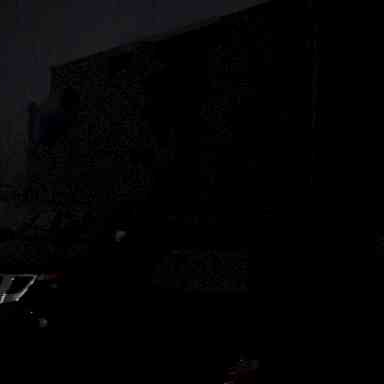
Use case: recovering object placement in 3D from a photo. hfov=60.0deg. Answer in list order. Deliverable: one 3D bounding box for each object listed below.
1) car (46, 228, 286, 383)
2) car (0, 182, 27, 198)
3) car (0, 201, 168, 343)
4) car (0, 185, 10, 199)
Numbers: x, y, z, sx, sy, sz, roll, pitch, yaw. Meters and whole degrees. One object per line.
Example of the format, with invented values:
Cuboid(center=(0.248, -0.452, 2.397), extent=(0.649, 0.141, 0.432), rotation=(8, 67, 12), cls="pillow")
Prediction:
Cuboid(center=(0.358, 1.485, 5.159), extent=(2.097, 1.535, 5.008), rotation=(0, -1, 15), cls="car")
Cuboid(center=(-24.162, -0.290, 43.563), extent=(5.566, 2.045, 2.435), rotation=(0, 6, 7), cls="car")
Cuboid(center=(-2.126, 1.238, 6.856), extent=(2.435, 2.045, 5.566), rotation=(0, -1, 14), cls="car")
Cuboid(center=(-25.541, 0.287, 40.907), extent=(4.674, 1.452, 2.002), rotation=(0, 6, 7), cls="car")
